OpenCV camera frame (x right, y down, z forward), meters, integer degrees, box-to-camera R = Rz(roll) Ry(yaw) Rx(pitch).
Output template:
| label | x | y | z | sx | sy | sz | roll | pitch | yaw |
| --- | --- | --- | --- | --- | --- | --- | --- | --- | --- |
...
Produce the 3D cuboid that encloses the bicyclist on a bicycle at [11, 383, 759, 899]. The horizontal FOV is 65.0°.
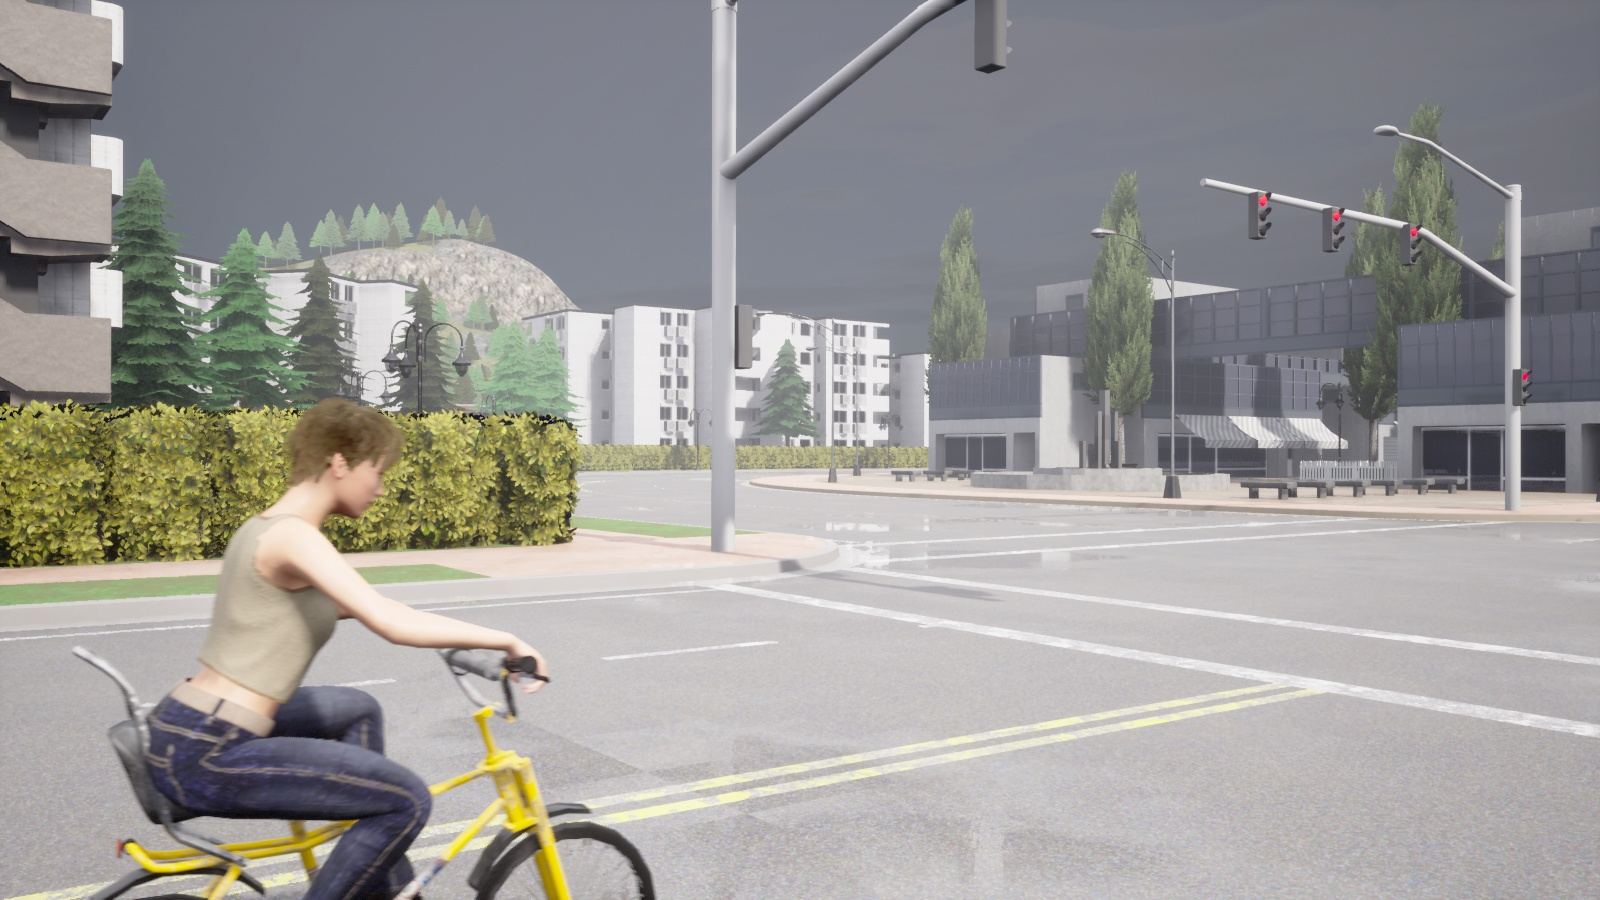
| label | x | y | z | sx | sy | sz | roll | pitch | yaw |
| --- | --- | --- | --- | --- | --- | --- | --- | --- | --- |
| bicyclist on a bicycle | -0.967 | 0.691 | 2.989 | 1.509 | 1.612 | 0.866 | 0 | 0 | -35 |
